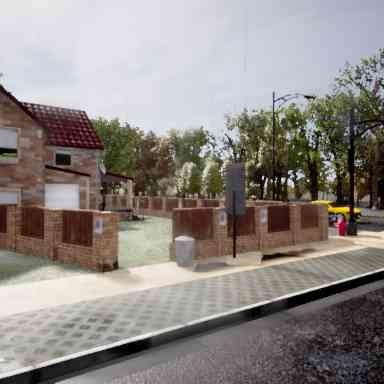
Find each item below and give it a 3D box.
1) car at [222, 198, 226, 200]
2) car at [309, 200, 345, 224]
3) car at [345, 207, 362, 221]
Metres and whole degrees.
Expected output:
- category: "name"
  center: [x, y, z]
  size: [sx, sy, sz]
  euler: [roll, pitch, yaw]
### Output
- category: "car"
  center: [4.269, 1.396, 33.935]
  size: [2.128, 1.511, 4.902]
  euler: [0, 0, -35]
- category: "car"
  center: [7.818, 1.468, 23.343]
  size: [1.812, 1.442, 4.674]
  euler: [0, 0, -35]
- category: "car"
  center: [10.309, 1.423, 25.451]
  size: [1.882, 1.535, 5.008]
  euler: [0, 0, -35]
